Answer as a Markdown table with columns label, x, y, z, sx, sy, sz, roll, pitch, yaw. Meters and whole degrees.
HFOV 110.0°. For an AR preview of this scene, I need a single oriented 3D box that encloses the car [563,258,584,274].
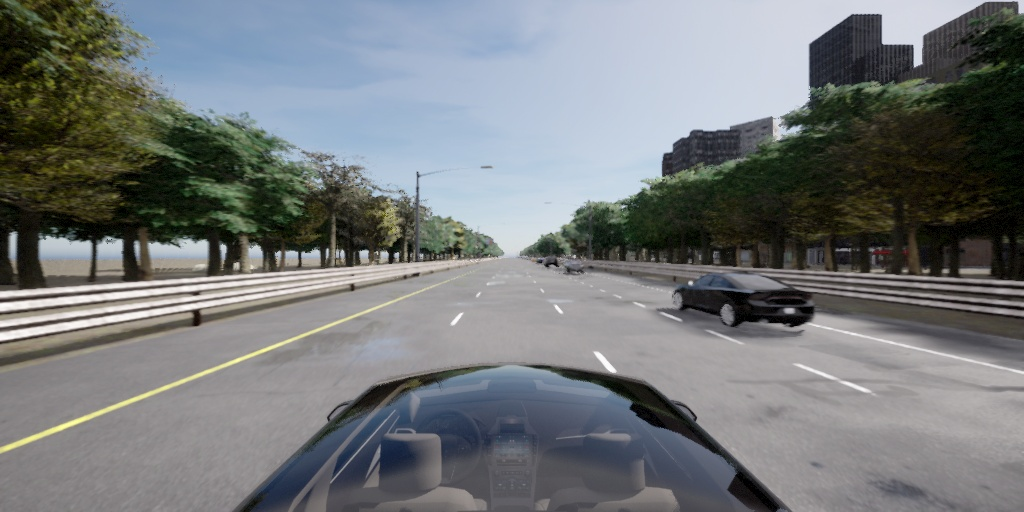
| label | x | y | z | sx | sy | sz | roll | pitch | yaw |
| --- | --- | --- | --- | --- | --- | --- | --- | --- | --- |
| car | 7.055 | 1.279 | 41.483 | 2.128 | 1.511 | 4.902 | 0 | 0 | 0 |

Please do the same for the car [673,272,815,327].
| label | x | y | z | sx | sy | sz | roll | pitch | yaw |
| --- | --- | --- | --- | --- | --- | --- | --- | --- | --- |
| car | 7.001 | 1.234 | 11.525 | 1.882 | 1.535 | 5.008 | 0 | 0 | 0 |
